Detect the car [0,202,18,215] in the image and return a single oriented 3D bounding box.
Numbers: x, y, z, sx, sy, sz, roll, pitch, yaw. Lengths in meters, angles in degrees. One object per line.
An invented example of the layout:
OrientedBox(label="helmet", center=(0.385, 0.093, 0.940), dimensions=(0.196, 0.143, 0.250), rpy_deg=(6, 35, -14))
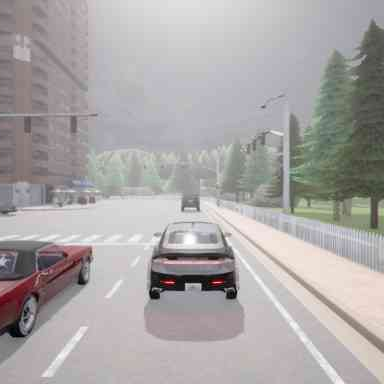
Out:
OrientedBox(label="car", center=(-20.173, 1.603, 32.781), dimensions=(5.357, 1.411, 2.033), rpy_deg=(0, 0, 1))

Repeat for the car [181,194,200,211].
OrientedBox(label="car", center=(-0.171, 1.223, 40.837), dimensions=(2.150, 2.045, 5.566), rpy_deg=(0, 0, 0))

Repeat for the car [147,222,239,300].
OrientedBox(label="car", center=(0.021, 1.491, 8.398), dimensions=(2.128, 1.511, 4.902), rpy_deg=(0, 0, 0))

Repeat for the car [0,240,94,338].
OrientedBox(label="car", center=(-3.452, 1.601, 6.548), dimensions=(1.895, 1.301, 4.718), rpy_deg=(0, 0, 0))
